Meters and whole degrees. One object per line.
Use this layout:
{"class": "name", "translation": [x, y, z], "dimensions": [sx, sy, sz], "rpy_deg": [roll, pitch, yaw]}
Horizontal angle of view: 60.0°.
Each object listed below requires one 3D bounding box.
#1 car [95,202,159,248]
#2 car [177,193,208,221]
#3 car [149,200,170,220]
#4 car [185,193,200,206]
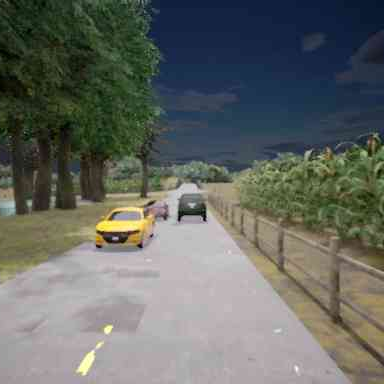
{"class": "car", "translation": [-2.793, 1.427, 14.671], "dimensions": [1.882, 1.535, 5.008], "rpy_deg": [0, 0, 0]}
{"class": "car", "translation": [0.027, 1.064, 25.987], "dimensions": [2.150, 2.045, 5.566], "rpy_deg": [0, 1, 0]}
{"class": "car", "translation": [-2.762, 1.360, 26.342], "dimensions": [1.812, 1.442, 4.674], "rpy_deg": [0, 1, 0]}
{"class": "car", "translation": [0.064, 0.956, 44.297], "dimensions": [1.882, 1.535, 5.008], "rpy_deg": [0, 2, 0]}
